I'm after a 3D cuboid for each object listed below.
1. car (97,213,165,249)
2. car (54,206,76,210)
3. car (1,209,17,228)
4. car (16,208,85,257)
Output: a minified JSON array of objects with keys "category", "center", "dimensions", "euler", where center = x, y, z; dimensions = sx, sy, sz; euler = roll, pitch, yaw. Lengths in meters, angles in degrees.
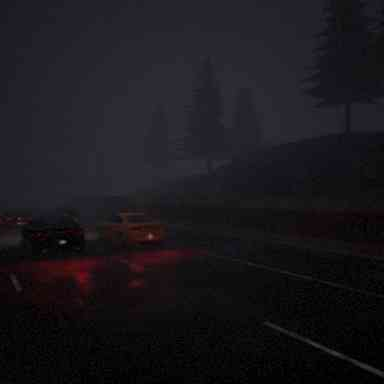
[{"category":"car","center":[-3.095,1.733,16.045],"dimensions":[1.882,1.535,5.008],"euler":[1,-1,-33]},{"category":"car","center":[-10.698,1.905,27.651],"dimensions":[1.837,1.490,4.892],"euler":[1,-1,-32]},{"category":"car","center":[-13.285,1.940,25.180],"dimensions":[1.895,1.301,4.718],"euler":[1,-1,-32]},{"category":"car","center":[-6.023,1.680,14.128],"dimensions":[1.882,1.535,5.008],"euler":[1,-1,-33]}]
